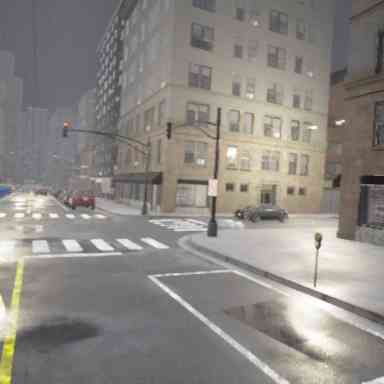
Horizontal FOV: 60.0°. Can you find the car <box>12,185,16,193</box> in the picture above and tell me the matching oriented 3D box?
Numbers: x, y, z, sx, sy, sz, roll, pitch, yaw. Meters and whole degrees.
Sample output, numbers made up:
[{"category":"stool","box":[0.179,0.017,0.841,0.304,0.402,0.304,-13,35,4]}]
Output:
[{"category":"car","box":[-32.436,-0.562,57.708,2.192,1.841,5.009,2,1,-26]}]

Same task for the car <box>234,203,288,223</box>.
[{"category":"car","box":[5.341,1.553,25.640,4.181,1.385,1.994,2,1,-26]}]

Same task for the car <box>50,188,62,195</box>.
[{"category":"car","box":[-27.159,-0.081,66.430,1.947,1.339,4.313,2,1,-26]}]

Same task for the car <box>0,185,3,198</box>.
[{"category":"car","box":[-22.755,0.224,37.397,1.752,1.417,4.829,2,1,-26]}]

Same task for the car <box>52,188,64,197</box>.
[{"category":"car","box":[-24.827,0.019,61.543,1.752,1.417,4.829,2,1,-26]}]

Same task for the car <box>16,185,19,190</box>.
[{"category":"car","box":[-39.653,-0.871,72.829,1.967,1.590,4.097,2,1,-26]}]

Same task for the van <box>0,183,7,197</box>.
[{"category":"van","box":[-25.225,-0.106,42.588,1.690,1.788,3.998,2,1,-26]}]

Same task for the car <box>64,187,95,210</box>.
[{"category":"car","box":[-10.327,0.668,31.144,2.192,1.841,5.009,2,1,-26]}]

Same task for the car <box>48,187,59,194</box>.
[{"category":"car","box":[-31.964,-0.385,76.511,2.008,1.369,4.403,2,1,-26]}]

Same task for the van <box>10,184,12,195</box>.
[{"category":"van","box":[-30.033,-0.392,52.669,1.690,1.788,3.998,2,1,-26]}]

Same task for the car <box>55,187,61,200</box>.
[{"category":"car","box":[-17.618,0.449,46.421,1.752,1.417,4.829,2,1,-26]}]

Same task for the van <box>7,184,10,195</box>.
[{"category":"van","box":[-27.629,-0.249,47.629,1.690,1.788,3.998,2,1,-26]}]

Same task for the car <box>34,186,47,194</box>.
[{"category":"car","box":[-30.052,-0.378,65.878,2.033,1.411,5.357,3,0,-26]}]

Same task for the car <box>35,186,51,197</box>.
[{"category":"car","box":[-25.571,-0.018,56.476,1.837,1.490,4.892,3,0,-26]}]

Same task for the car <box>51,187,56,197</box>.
[{"category":"car","box":[-19.940,0.100,51.306,2.192,1.841,5.009,2,1,-26]}]

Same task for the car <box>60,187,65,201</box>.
[{"category":"car","box":[-12.731,0.527,36.185,2.192,1.841,5.009,2,1,-26]}]

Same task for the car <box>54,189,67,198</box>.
[{"category":"car","box":[-22.353,0.224,56.349,1.802,1.307,4.206,2,1,-26]}]

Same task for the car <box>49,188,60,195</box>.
[{"category":"car","box":[-29.562,-0.225,71.470,1.947,1.339,4.313,2,1,-26]}]
